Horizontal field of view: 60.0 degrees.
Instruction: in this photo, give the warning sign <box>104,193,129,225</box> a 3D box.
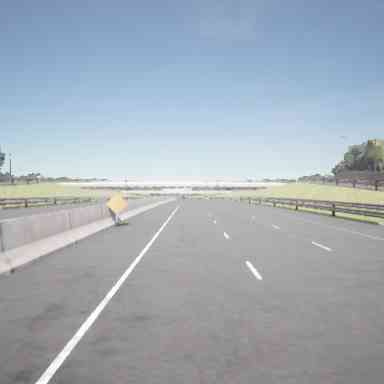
[{"bbox_3d":[-4.613,1.037,20.463,1.300,1.860,1.060,-1,-1,0],"label":"warning sign"}]
